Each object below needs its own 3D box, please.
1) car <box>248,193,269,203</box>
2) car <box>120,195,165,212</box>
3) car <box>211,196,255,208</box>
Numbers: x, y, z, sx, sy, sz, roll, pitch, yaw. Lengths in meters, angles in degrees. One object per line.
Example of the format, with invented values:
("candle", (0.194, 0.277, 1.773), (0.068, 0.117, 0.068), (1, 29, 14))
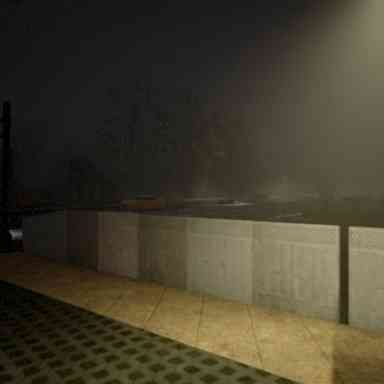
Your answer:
("car", (9.867, 0.844, 50.592), (2.128, 1.511, 4.902), (3, 3, 41))
("car", (-4.944, 1.084, 33.799), (1.882, 1.535, 5.008), (3, 3, 41))
("car", (4.093, 1.420, 34.125), (1.895, 1.301, 4.718), (3, 3, 41))
